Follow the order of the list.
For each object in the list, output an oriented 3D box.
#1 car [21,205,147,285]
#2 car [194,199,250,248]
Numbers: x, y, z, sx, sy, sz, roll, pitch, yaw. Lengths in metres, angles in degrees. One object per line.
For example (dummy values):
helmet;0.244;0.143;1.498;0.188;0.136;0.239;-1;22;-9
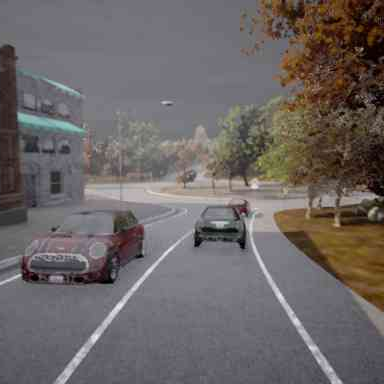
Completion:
car;-2.750;1.305;9.487;2.097;1.767;4.553;1;0;5
car;1.361;1.345;15.085;2.097;1.767;4.553;1;0;8
